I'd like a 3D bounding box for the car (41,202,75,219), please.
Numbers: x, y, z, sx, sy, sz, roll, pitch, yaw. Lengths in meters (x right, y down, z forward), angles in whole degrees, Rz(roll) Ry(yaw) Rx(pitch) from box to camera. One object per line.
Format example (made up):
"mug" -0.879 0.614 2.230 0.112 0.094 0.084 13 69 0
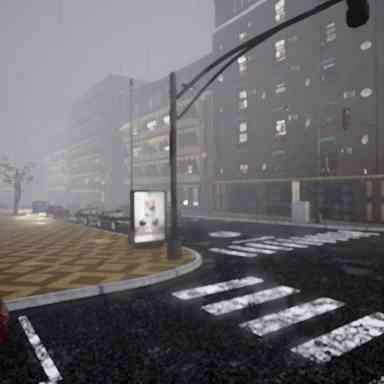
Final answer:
"car" -14.657 2.098 36.302 1.887 1.381 4.507 -2 0 -36

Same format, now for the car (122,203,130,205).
"car" -8.162 2.063 41.897 1.802 1.307 4.206 -2 0 -36

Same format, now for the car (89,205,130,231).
"car" -5.290 1.870 23.331 2.008 1.369 4.403 -2 0 -36

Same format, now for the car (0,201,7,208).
"car" -44.465 2.845 77.477 1.887 1.381 4.507 -2 0 -36

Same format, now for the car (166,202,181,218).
"car" -2.892 1.791 34.723 1.967 1.590 4.097 -2 0 -36

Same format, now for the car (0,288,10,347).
"car" -4.315 1.585 3.486 4.206 1.307 1.802 0 0 -36

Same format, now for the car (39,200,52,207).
"car" -34.412 2.703 77.896 1.947 1.339 4.313 -2 0 -36

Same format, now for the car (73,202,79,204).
"car" -21.318 2.391 59.873 1.802 1.307 4.206 -2 0 -36

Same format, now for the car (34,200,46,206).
"car" -37.685 2.764 82.402 1.887 1.381 4.507 -2 0 -36

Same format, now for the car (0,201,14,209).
"car" -37.918 2.686 68.465 2.008 1.369 4.403 -2 0 -36

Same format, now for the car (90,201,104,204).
"car" -14.772 2.085 50.864 1.967 1.590 4.097 -2 0 -36

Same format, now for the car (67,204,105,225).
"car" -8.564 1.952 27.837 2.008 1.369 4.403 -2 0 -36

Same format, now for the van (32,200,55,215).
"van" -19.589 2.018 43.179 1.690 1.788 3.998 -2 0 -36
